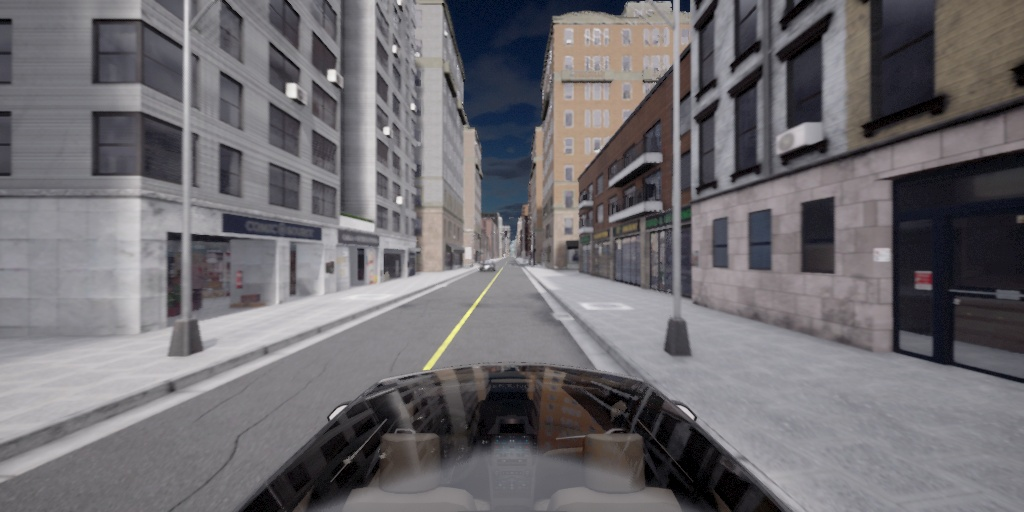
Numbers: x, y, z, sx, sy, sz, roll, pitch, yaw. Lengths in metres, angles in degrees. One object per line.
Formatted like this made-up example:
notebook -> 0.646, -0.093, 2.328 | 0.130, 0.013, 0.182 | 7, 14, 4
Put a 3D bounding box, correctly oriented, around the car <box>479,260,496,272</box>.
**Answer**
car -> -3.014, 1.197, 45.194 | 2.128, 1.511, 4.902 | 0, 0, 0
